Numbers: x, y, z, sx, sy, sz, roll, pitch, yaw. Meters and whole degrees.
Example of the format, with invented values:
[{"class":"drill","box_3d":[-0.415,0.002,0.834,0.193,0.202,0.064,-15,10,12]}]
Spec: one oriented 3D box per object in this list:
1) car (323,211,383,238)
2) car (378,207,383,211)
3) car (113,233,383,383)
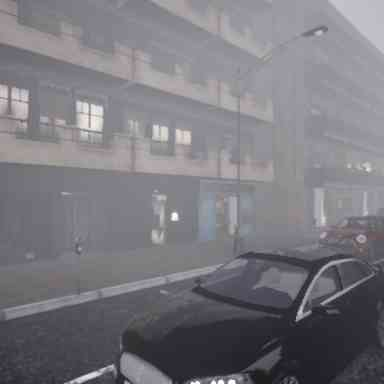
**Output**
[{"class":"car","box_3d":[6.909,1.752,13.859,4.097,1.590,1.967,1,-2,-44]},{"class":"car","box_3d":[10.960,1.709,17.780,5.009,1.841,2.192,1,-2,-44]},{"class":"car","box_3d":[1.268,1.604,4.658,4.902,1.511,2.128,1,-2,-44]}]
